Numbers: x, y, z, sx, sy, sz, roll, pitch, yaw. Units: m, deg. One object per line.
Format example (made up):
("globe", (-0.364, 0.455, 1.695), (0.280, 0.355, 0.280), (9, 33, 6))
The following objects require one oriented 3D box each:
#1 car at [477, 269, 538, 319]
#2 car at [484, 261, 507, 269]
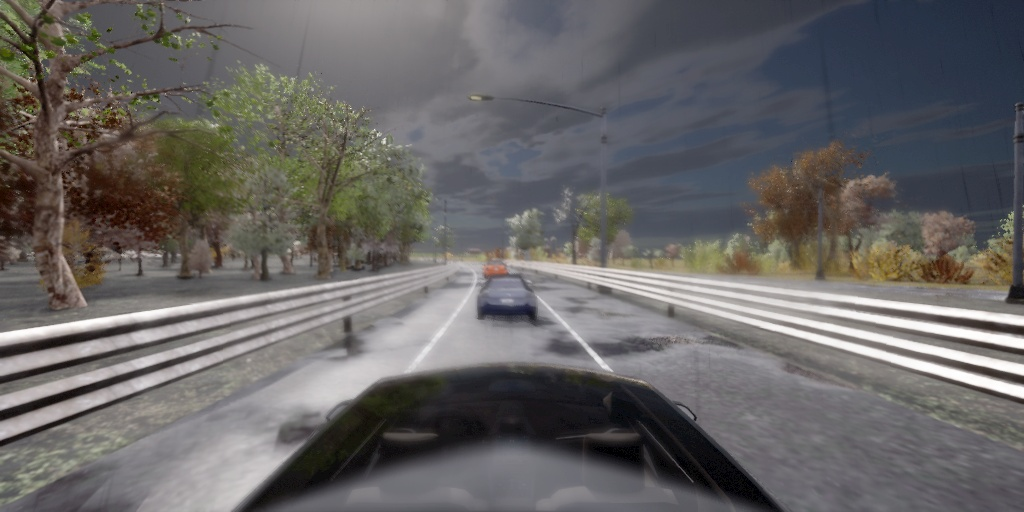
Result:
("car", (-0.200, 1.360, 12.990), (1.994, 1.385, 4.181), (0, 0, -2))
("car", (-1.548, 1.213, 33.545), (2.097, 1.767, 4.553), (0, 0, -5))
